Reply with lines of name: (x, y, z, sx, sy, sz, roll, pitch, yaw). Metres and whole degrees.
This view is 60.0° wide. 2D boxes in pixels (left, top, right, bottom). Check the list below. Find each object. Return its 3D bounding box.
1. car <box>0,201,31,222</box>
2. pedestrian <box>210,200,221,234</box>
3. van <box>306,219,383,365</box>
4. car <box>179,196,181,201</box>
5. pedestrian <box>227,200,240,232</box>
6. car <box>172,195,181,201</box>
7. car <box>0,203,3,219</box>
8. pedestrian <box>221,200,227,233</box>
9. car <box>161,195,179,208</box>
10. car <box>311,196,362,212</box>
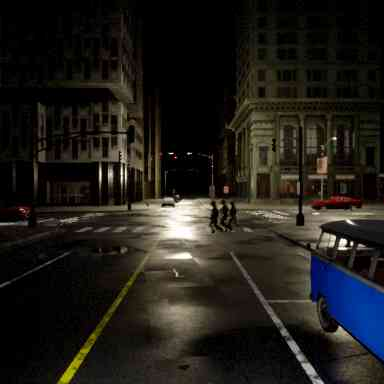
car: (-15.797, 1.538, 28.101, 4.553, 1.767, 2.097, -1, 0, 0)
pedestrian: (1.211, 1.287, 17.669, 0.375, 1.860, 0.375, 0, 0, 0)
van: (2.836, 1.341, 4.232, 1.690, 1.788, 3.998, 0, 0, 0)
car: (-3.473, 1.479, 63.026, 2.033, 1.411, 5.357, 0, 0, 0)
pedestrian: (2.296, 1.287, 18.272, 0.375, 1.860, 0.375, 0, 0, 0)
car: (-3.578, 1.400, 77.991, 1.994, 1.385, 4.181, 0, 0, -1)
car: (-16.946, 1.784, 24.834, 4.181, 1.385, 1.994, -1, 0, 0)
pedestrian: (1.840, 1.287, 18.869, 0.375, 1.860, 0.375, 0, 0, 0)
car: (-3.353, 1.509, 48.237, 2.033, 1.411, 5.357, 0, 0, 0)
car: (15.103, 1.218, 34.937, 5.008, 1.535, 1.882, -1, 0, 0)
